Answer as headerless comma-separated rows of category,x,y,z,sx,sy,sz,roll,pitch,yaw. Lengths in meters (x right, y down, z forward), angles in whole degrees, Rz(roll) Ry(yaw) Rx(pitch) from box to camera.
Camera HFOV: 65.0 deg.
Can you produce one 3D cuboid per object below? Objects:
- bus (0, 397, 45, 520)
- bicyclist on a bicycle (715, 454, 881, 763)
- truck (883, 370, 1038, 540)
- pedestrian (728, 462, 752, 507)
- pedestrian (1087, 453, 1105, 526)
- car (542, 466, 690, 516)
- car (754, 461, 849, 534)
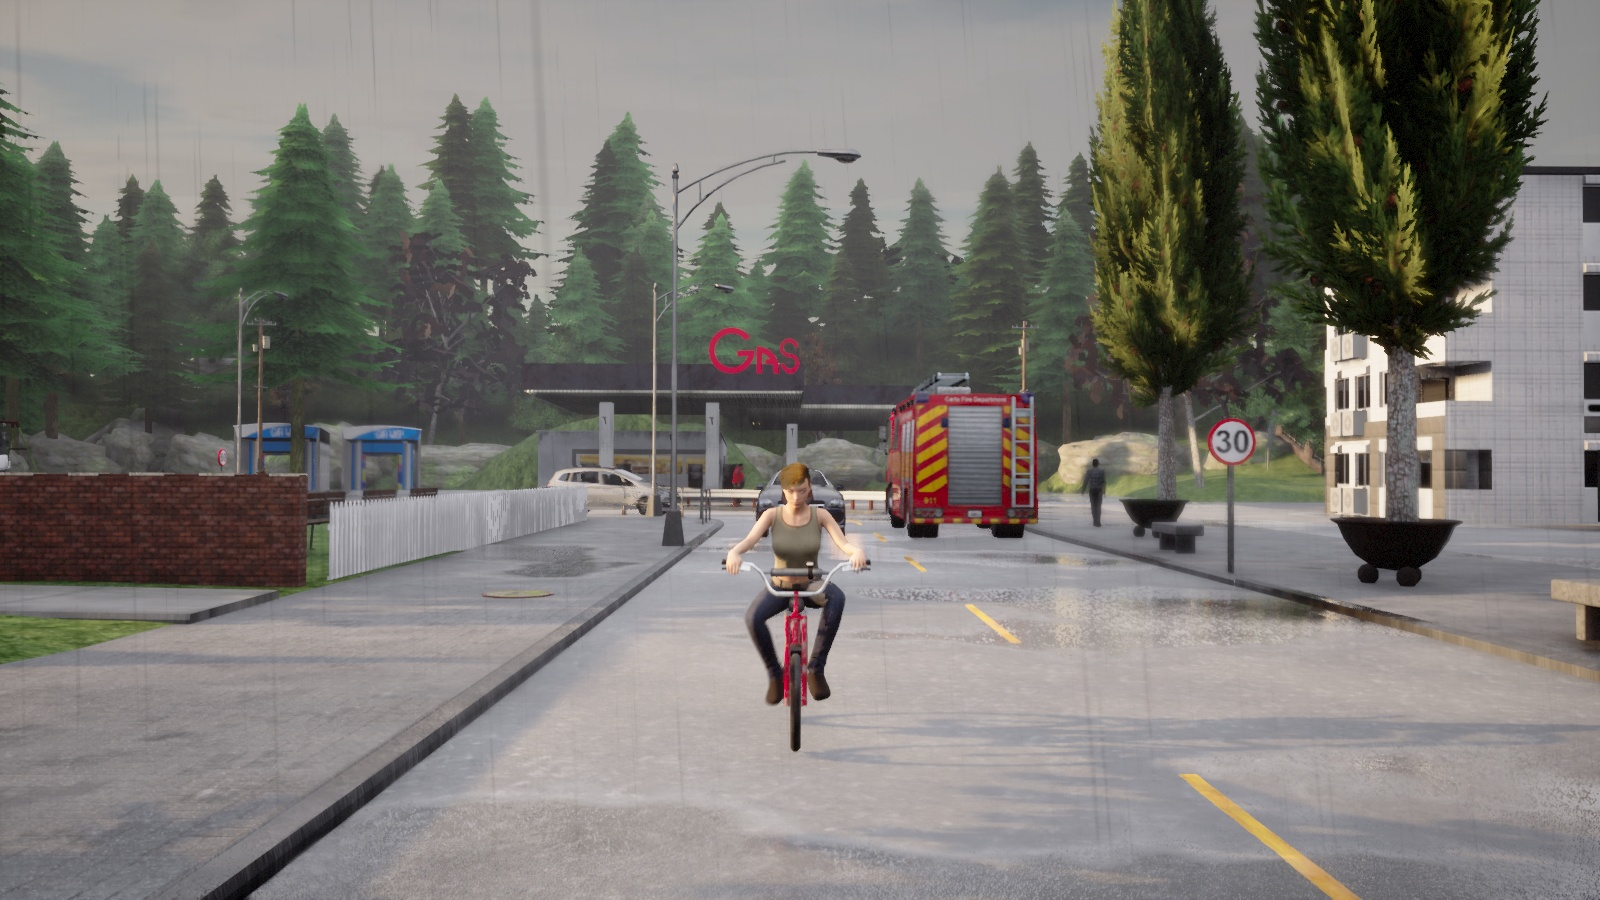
bus,-32.762,0.306,43.951,10.273,4.253,3.944,0,-1,0
bicyclist on a bicycle,-0.015,0.872,7.370,0.866,1.612,1.509,0,-3,0
truck,3.916,0.183,32.729,2.891,3.827,8.468,0,-1,0
pedestrian,-2.459,1.399,51.574,0.899,1.844,0.634,0,-1,8
pedestrian,7.979,1.060,33.832,0.423,1.949,0.788,0,-1,11
car,-6.347,1.416,43.588,4.611,1.667,2.242,0,-1,10
car,-0.003,1.115,31.105,2.152,1.651,5.027,0,-1,-1
